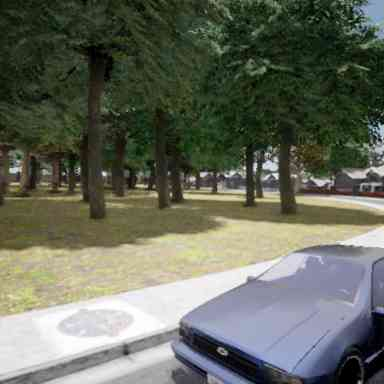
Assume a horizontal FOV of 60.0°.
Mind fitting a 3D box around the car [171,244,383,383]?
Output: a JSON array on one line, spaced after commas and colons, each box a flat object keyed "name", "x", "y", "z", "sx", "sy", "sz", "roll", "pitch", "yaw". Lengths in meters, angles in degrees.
[{"name": "car", "x": 2.297, "y": 1.572, "z": 5.090, "sx": 5.357, "sy": 1.411, "sz": 2.033, "roll": 0, "pitch": 0, "yaw": -40}]
